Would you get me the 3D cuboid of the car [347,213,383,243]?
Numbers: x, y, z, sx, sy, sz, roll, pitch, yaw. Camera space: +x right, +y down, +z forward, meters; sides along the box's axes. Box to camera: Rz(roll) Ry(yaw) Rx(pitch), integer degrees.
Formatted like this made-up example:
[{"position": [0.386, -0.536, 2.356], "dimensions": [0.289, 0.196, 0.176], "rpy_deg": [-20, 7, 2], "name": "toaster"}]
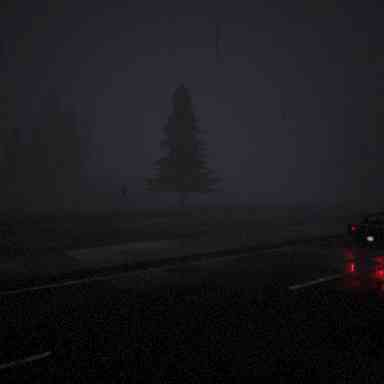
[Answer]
[{"position": [8.900, 1.554, 14.531], "dimensions": [4.718, 1.301, 1.895], "rpy_deg": [0, 0, -36], "name": "car"}]
